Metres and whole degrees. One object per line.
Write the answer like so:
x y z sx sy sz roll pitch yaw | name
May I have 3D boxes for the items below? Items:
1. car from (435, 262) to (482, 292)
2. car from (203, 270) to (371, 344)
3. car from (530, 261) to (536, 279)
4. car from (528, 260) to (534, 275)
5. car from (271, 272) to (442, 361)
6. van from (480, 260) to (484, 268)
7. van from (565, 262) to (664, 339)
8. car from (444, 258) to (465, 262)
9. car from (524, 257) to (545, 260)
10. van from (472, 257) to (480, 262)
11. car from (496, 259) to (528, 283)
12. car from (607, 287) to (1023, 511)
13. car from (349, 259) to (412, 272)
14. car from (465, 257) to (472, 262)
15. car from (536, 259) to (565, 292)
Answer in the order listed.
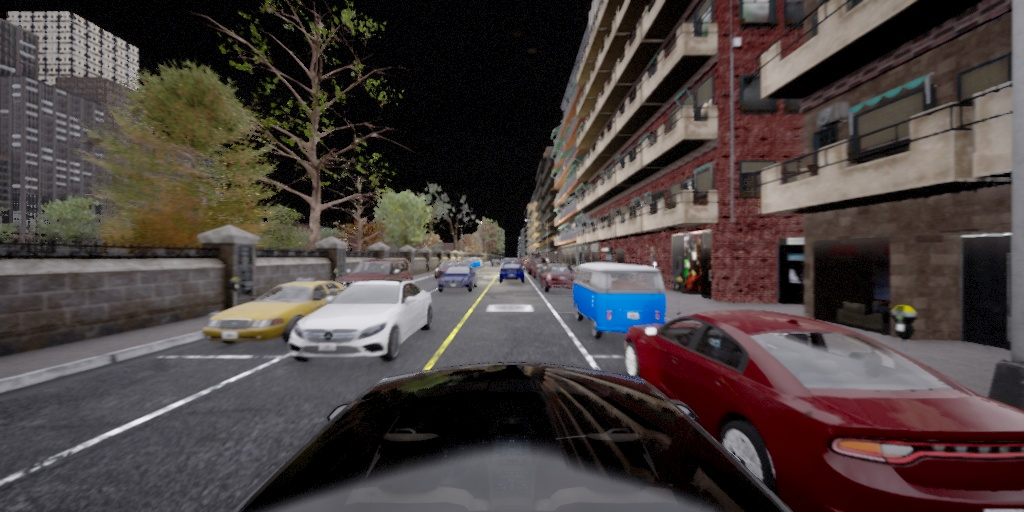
-3.091 1.268 21.264 1.812 1.442 4.674 0 0 0 | car
-5.692 1.271 9.640 1.751 1.417 4.829 0 0 0 | car
2.683 1.292 26.701 2.007 1.370 4.403 0 0 0 | car
2.682 1.287 32.331 1.888 1.381 4.507 0 0 0 | car
-3.098 1.272 8.378 1.812 1.442 4.674 0 0 0 | car
-5.704 1.093 54.848 1.690 1.789 3.998 0 0 0 | van
2.688 1.086 9.811 1.690 1.789 3.998 0 0 0 | van
-5.698 1.182 32.330 1.967 1.591 4.097 0 0 0 | car
2.681 1.058 37.961 2.192 1.841 5.009 0 0 0 | car
-5.703 1.089 49.219 1.690 1.789 3.998 0 0 0 | van
0.003 1.220 28.111 1.882 1.535 5.008 0 0 0 | car
2.689 1.293 4.181 1.888 1.381 4.507 0 0 0 | car
-5.694 1.059 15.439 2.192 1.841 5.009 0 0 0 | car
-5.699 1.183 37.959 1.967 1.591 4.097 0 0 0 | car
2.685 1.182 21.071 1.967 1.591 4.097 0 0 0 | car
